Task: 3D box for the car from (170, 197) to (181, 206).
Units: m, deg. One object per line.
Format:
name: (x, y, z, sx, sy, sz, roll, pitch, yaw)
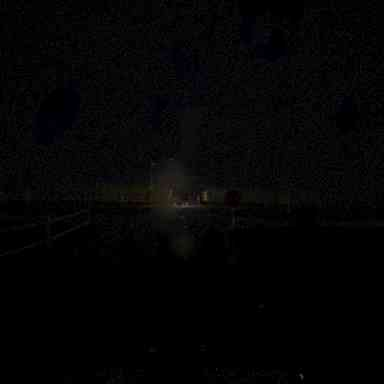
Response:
car: (-2.752, 1.608, 56.437, 1.837, 1.490, 4.892, 0, 2, 0)
